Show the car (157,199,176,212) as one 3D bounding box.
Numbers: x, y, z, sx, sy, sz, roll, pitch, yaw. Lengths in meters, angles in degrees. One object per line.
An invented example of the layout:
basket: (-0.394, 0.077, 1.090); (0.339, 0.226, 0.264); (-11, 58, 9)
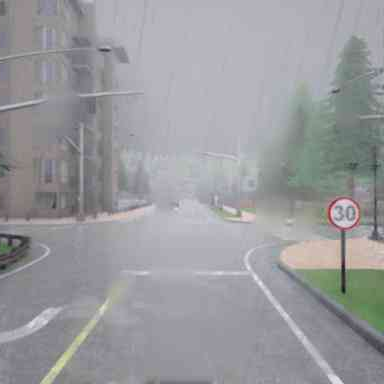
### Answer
car: (-3.620, 2.059, 45.372); (1.994, 1.385, 4.181); (0, -1, 0)

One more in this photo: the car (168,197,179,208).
car: (-3.573, 1.907, 62.668); (2.150, 2.045, 5.566); (0, -1, 0)
